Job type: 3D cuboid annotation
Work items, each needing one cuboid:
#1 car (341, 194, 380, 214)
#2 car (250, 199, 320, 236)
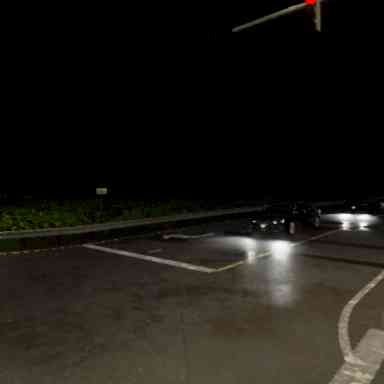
[{"bbox_3d":[13.076,0.888,25.723,1.994,1.385,4.181,-1,1,42],"label":"car"},{"bbox_3d":[4.663,1.162,16.224,1.837,1.490,4.892,-1,1,41],"label":"car"}]
